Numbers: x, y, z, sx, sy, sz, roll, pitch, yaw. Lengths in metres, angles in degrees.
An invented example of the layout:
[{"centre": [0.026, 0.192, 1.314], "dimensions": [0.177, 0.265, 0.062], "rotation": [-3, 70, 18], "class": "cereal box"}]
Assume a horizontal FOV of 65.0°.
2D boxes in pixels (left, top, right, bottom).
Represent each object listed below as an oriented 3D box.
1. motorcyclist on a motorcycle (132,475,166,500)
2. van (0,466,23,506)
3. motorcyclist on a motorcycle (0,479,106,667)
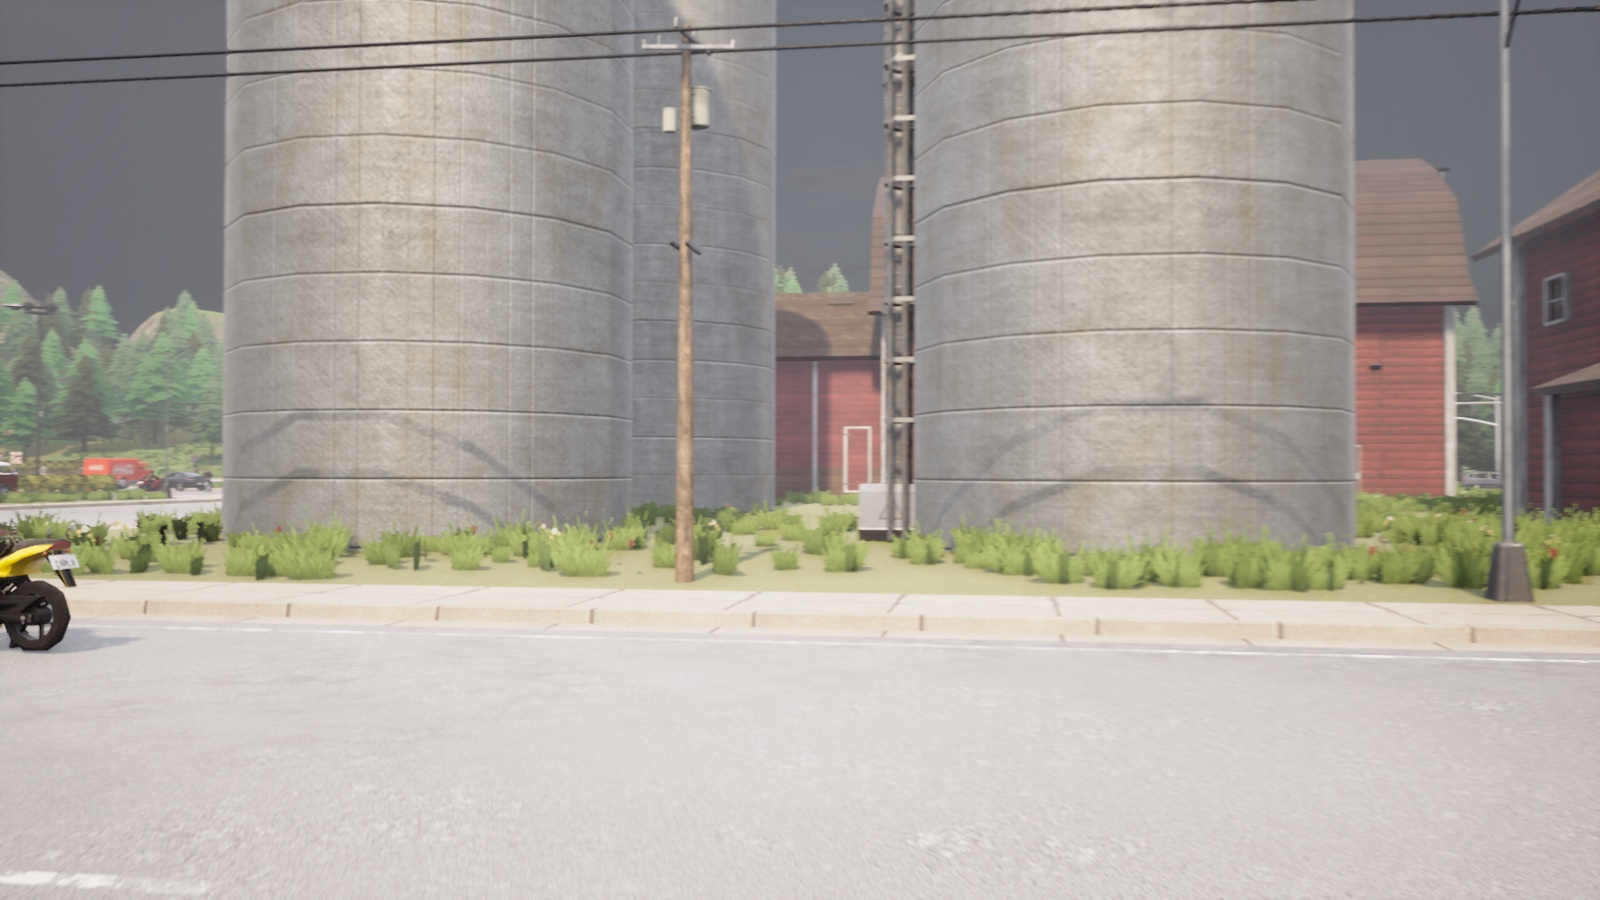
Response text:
[{"centre": [-40.360, 2.344, 77.872], "dimensions": [0.797, 1.523, 2.044], "rotation": [0, -1, 9], "class": "motorcyclist on a motorcycle"}, {"centre": [-42.402, 1.871, 64.263], "dimensions": [2.069, 2.038, 4.480], "rotation": [0, -1, 9], "class": "van"}, {"centre": [-7.156, 1.020, 10.786], "dimensions": [2.044, 1.523, 0.797], "rotation": [-1, -1, 10], "class": "motorcyclist on a motorcycle"}]
